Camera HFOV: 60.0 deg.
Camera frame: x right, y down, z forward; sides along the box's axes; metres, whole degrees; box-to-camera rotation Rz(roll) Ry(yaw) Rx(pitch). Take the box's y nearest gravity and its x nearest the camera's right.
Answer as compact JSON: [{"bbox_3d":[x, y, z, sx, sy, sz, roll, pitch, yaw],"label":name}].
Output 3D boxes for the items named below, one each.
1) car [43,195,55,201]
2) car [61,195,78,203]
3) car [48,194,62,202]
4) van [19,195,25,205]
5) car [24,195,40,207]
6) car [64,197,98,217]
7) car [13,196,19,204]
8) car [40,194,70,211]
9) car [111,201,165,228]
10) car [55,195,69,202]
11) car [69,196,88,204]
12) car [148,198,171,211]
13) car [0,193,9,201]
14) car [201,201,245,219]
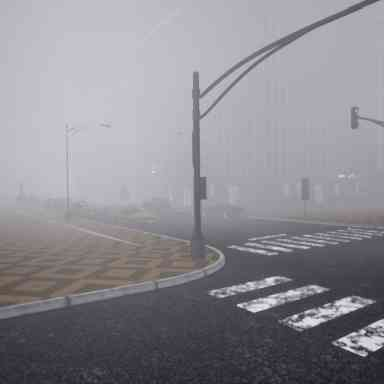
[{"bbox_3d":[-33.322,1.331,77.443,1.752,1.417,4.829,-1,1,-36],"label":"car"},{"bbox_3d":[-23.508,1.385,63.757,2.008,1.369,4.403,-1,1,-36],"label":"car"},{"bbox_3d":[-29.985,1.256,72.788,1.967,1.590,4.097,-1,1,-36],"label":"car"},{"bbox_3d":[-26.675,1.303,54.648,1.690,1.788,3.998,-1,1,-36],"label":"van"},{"bbox_3d":[-23.436,1.411,50.133,1.967,1.590,4.097,-1,1,-36],"label":"car"},{"bbox_3d":[-10.432,1.533,31.898,1.752,1.417,4.829,-1,1,-36],"label":"car"},{"bbox_3d":[-33.150,1.494,63.682,2.008,1.369,4.403,-1,1,-36],"label":"car"},{"bbox_3d":[-16.960,1.429,41.101,1.967,1.590,4.097,-1,1,-36],"label":"car"},{"bbox_3d":[-4.012,1.552,22.824,1.752,1.417,4.829,-1,1,-36],"label":"car"},{"bbox_3d":[-26.746,1.407,68.274,1.802,1.307,4.206,-1,1,-36],"label":"car"},{"bbox_3d":[-20.270,1.388,59.241,1.887,1.381,4.507,-1,1,-36],"label":"car"},{"bbox_3d":[-4.033,1.328,36.696,1.967,1.590,4.097,-1,1,-36],"label":"car"},{"bbox_3d":[-46.102,1.449,81.745,1.887,1.381,4.507,-1,1,-36],"label":"car"},{"bbox_3d":[2.503,1.455,27.705,2.008,1.369,4.403,-1,1,-36],"label":"car"}]
